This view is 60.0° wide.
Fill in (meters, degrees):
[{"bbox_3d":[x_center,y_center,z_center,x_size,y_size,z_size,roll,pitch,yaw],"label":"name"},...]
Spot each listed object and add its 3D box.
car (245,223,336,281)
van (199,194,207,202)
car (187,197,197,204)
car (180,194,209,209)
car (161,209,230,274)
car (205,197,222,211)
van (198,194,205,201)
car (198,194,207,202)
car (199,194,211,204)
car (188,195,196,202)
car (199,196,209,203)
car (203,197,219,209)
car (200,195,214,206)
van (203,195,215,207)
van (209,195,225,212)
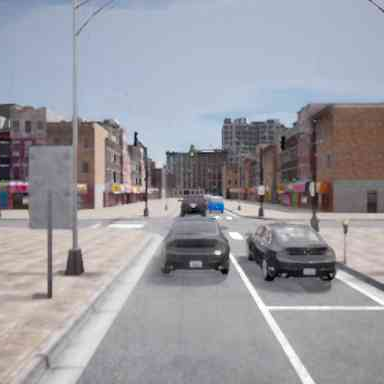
[{"bbox_3d":[2.639,1.559,9.650,2.008,1.369,4.403,0,0,0],"label":"car"},{"bbox_3d":[2.667,1.483,80.456,1.690,1.788,3.998,0,0,0],"label":"van"},{"bbox_3d":[0.027,1.658,66.691,2.033,1.411,5.357,0,0,0],"label":"car"},{"bbox_3d":[0.112,1.258,29.960,2.150,2.045,5.566,0,0,0],"label":"car"},{"bbox_3d":[0.104,1.514,10.533,1.837,1.490,4.892,0,0,0],"label":"car"},{"bbox_3d":[2.652,1.499,42.128,1.967,1.590,4.097,0,0,0],"label":"car"},{"bbox_3d":[2.672,1.508,91.407,1.690,1.788,3.998,0,0,0],"label":"van"},{"bbox_3d":[2.669,1.470,85.931,2.192,1.841,5.009,0,0,0],"label":"car"},{"bbox_3d":[2.663,1.432,69.505,2.192,1.841,5.009,0,0,0],"label":"car"},{"bbox_3d":[0.031,1.467,77.112,1.837,1.490,4.892,0,0,0],"label":"car"},{"bbox_3d":[2.666,1.681,74.980,2.008,1.369,4.403,0,0,0],"label":"car"},{"bbox_3d":[2.654,1.509,47.603,1.967,1.590,4.097,0,0,0],"label":"car"},{"bbox_3d":[2.657,1.407,58.552,2.192,1.841,5.009,0,0,0],"label":"car"},{"bbox_3d":[2.656,1.421,53.079,1.690,1.788,3.998,0,0,0],"label":"van"},{"bbox_3d":[2.650,1.390,36.653,1.690,1.788,3.998,0,0,0],"label":"van"}]
